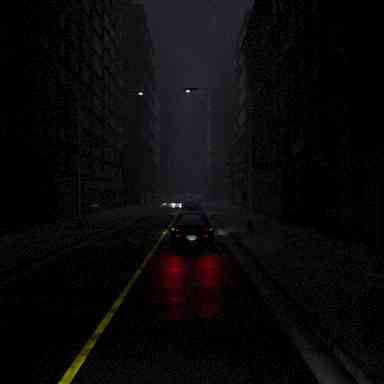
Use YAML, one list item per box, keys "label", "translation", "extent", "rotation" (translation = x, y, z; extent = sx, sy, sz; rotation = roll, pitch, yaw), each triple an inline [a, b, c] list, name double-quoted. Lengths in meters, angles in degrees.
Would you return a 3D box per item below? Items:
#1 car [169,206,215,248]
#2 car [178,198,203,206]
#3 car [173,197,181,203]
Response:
- label: "car"
  translation: [0.000, 1.540, 14.650]
  extent: [1.812, 1.442, 4.674]
  rotation: [0, 0, 0]
- label: "car"
  translation: [0.000, 1.507, 29.651]
  extent: [1.882, 1.535, 5.008]
  rotation: [0, 0, 0]
- label: "car"
  translation: [-3.000, 1.715, 69.250]
  extent: [1.895, 1.301, 4.718]
  rotation: [0, 0, 0]
